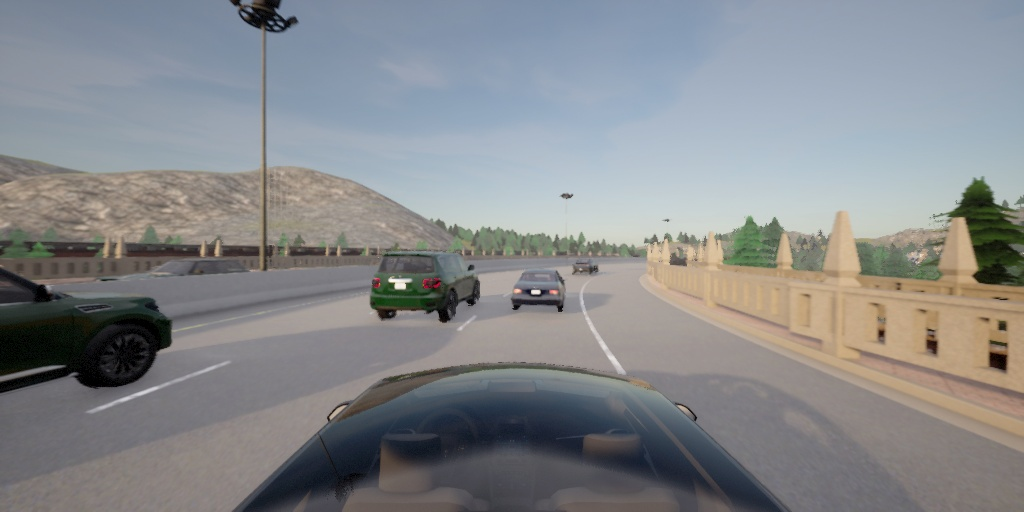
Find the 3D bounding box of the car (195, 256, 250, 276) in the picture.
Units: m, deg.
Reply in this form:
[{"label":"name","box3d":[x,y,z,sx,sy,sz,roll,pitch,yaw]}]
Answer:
[{"label":"car","box3d":[-13.028,0.897,14.474,2.097,1.767,4.553,1,1,8]}]

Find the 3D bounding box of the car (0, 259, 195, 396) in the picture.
[{"label":"car","box3d":[-6.799,0.905,3.576,2.150,2.045,5.566,0,0,2]}]

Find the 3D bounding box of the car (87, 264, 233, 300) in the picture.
[{"label":"car","box3d":[-16.218,1.102,16.966,1.895,1.301,4.718,1,0,10]}]

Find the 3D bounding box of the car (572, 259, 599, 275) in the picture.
[{"label":"car","box3d":[7.219,1.016,34.942,2.128,1.511,4.902,1,1,23]}]

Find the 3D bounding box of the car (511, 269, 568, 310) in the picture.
[{"label":"car","box3d":[1.161,1.202,14.127,2.033,1.411,5.357,0,0,9]}]

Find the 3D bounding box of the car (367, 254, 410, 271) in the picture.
[{"label":"car","box3d":[-13.656,0.677,39.938,2.097,1.767,4.553,1,1,21]}]

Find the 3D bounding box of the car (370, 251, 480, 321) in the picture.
[{"label":"car","box3d":[-2.629,0.864,12.108,2.150,2.045,5.566,0,0,7]}]
